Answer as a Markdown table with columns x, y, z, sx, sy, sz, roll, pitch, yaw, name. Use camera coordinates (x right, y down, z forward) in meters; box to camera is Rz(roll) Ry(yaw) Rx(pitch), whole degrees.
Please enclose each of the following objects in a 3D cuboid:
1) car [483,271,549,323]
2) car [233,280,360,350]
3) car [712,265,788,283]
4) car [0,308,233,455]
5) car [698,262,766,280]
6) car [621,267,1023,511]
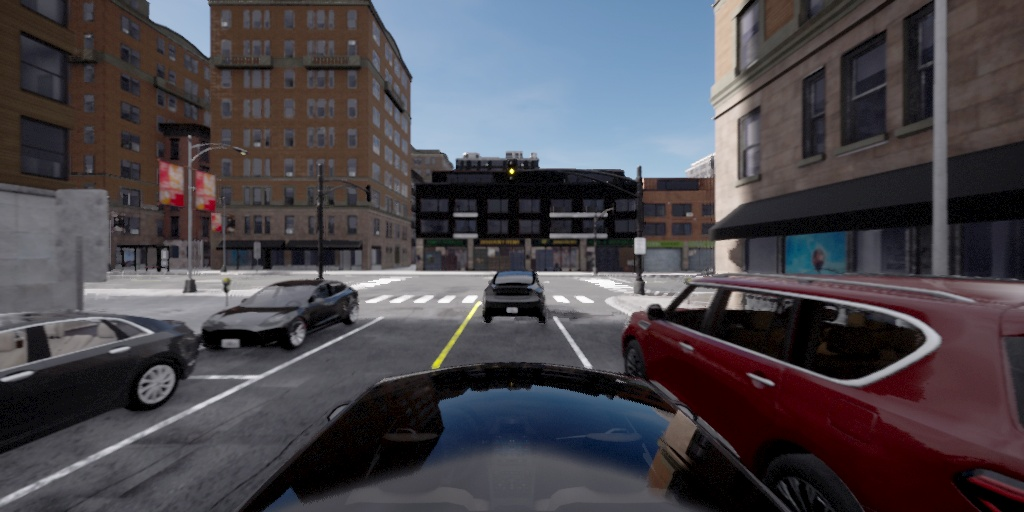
| x | y | z | sx | sy | sz | roll | pitch | yaw | name |
| --- | --- | --- | --- | --- | --- | --- | --- | --- | --- |
| 0.209 | 1.223 | 12.064 | 1.837 | 1.490 | 4.892 | 0 | 0 | 5 | car |
| -5.389 | 1.294 | 9.050 | 1.948 | 1.339 | 4.313 | 0 | 0 | 0 | car |
| 18.589 | 1.375 | 28.163 | 4.718 | 1.301 | 1.895 | 0 | 0 | 0 | car |
| -5.388 | 1.296 | 3.388 | 2.007 | 1.370 | 4.403 | 0 | 0 | 0 | car |
| 19.200 | 1.272 | 31.414 | 4.892 | 1.490 | 1.837 | 0 | 0 | 0 | car |
| 2.637 | 1.060 | 3.390 | 2.192 | 1.841 | 5.009 | 0 | 0 | 0 | car |
